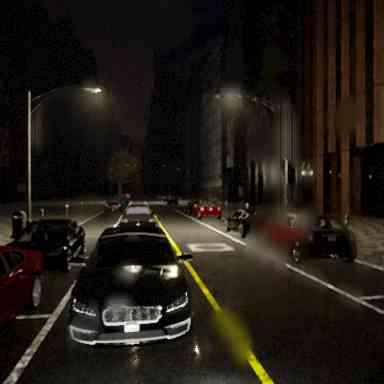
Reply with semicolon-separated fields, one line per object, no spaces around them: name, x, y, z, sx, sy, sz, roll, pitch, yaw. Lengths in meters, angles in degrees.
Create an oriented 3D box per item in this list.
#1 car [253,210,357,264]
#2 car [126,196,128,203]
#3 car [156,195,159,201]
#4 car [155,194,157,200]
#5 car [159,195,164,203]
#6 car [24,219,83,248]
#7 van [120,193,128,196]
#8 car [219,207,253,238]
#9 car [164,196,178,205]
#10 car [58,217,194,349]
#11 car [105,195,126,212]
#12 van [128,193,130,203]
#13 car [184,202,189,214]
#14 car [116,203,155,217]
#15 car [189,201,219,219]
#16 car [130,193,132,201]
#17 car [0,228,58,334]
car;3.917;1.438;11.932;1.967;1.590;4.097;0;0;-9
car;-9.920;1.557;44.201;2.008;1.369;4.403;0;0;-9
car;-6.926;1.597;79.195;1.802;1.307;4.206;0;0;-9
car;-7.857;1.543;84.968;1.752;1.417;4.829;0;0;-9
car;-5.119;1.561;67.985;2.008;1.369;4.403;0;0;-9
car;-4.499;1.566;10.571;1.947;1.339;4.313;0;0;-9
van;-10.824;1.348;49.806;1.690;1.788;3.998;0;0;-9
car;3.013;1.565;17.538;1.947;1.339;4.313;0;0;-9
car;-3.312;1.589;56.774;1.802;1.307;4.206;0;0;-9
car;-1.176;1.504;6.685;1.837;1.490;4.892;0;0;-9
car;-9.017;1.445;38.595;1.967;1.590;4.097;0;0;-9
van;-11.727;1.350;55.411;1.690;1.788;3.998;0;0;-9
car;0.303;1.568;34.353;1.947;1.339;4.313;0;0;-9
car;-3.157;1.565;19.533;1.994;1.385;4.181;0;0;-9
car;1.206;1.441;28.747;1.967;1.590;4.097;0;0;-9
car;-12.631;1.326;61.017;2.192;1.841;5.009;0;0;-9
car;-3.595;1.545;4.965;1.887;1.381;4.507;0;0;-9
